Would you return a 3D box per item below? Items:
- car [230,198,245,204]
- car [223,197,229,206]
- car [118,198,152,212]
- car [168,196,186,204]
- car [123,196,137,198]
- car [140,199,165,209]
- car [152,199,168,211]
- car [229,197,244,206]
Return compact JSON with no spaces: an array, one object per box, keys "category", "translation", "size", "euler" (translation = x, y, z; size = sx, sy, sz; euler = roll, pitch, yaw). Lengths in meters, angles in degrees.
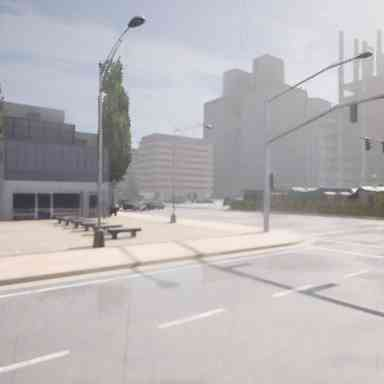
[{"category":"car","translation":[12.477,2.403,91.091],"size":[3.806,1.475,1.970],"euler":[1,-1,-36]},{"category":"car","translation":[8.102,1.894,67.202],"size":[3.866,1.878,1.905],"euler":[1,-1,-36]},{"category":"car","translation":[-7.834,1.913,45.375],"size":[2.128,1.511,4.902],"euler":[1,-1,-34]},{"category":"car","translation":[-3.316,1.992,83.162],"size":[3.866,1.878,1.905],"euler":[1,-1,-36]},{"category":"car","translation":[-12.488,1.815,64.950],"size":[2.150,2.045,5.566],"euler":[1,-1,-34]},{"category":"car","translation":[-6.774,2.034,56.568],"size":[2.128,1.511,4.902],"euler":[1,-1,-34]},{"category":"car","translation":[-5.837,2.068,48.676],"size":[1.895,1.301,4.718],"euler":[1,-1,-34]},{"category":"car","translation":[9.771,2.118,64.836],"size":[3.806,1.475,1.970],"euler":[1,-1,-36]}]
